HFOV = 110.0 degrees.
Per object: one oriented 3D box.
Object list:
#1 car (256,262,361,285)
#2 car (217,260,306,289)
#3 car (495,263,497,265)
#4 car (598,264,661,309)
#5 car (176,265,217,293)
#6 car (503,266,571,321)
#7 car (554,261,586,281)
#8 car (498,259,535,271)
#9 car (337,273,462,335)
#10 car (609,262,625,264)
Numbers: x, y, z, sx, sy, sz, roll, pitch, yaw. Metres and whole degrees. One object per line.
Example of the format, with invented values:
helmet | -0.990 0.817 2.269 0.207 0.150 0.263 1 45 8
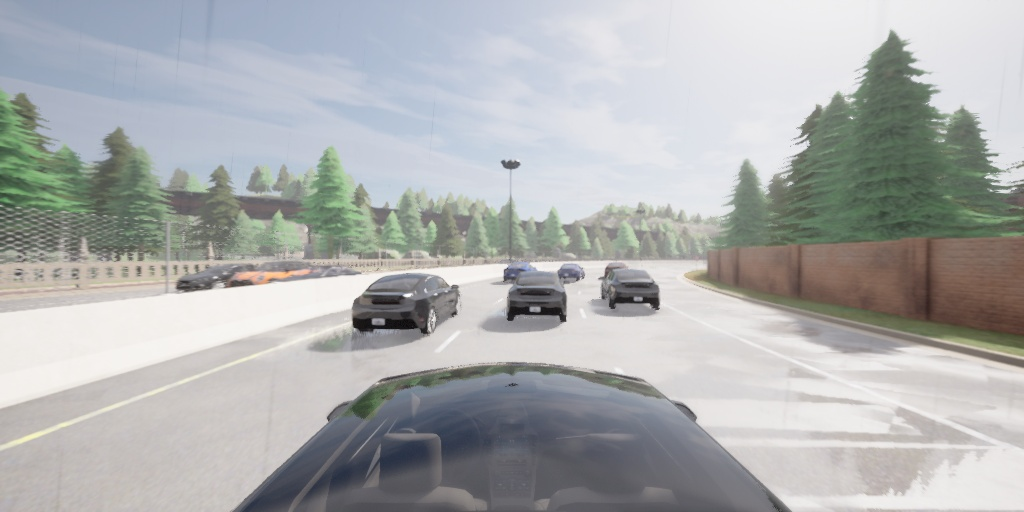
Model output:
car | -9.149 1.202 17.243 2.128 1.511 4.902 0 0 10
car | -12.383 1.048 19.000 2.097 1.767 4.553 0 0 10
car | -0.933 1.262 58.809 1.837 1.490 4.892 0 0 32
car | 4.847 1.280 15.126 1.837 1.490 4.892 0 0 9
car | -15.763 1.185 20.066 1.837 1.490 4.892 0 0 10
car | 0.947 1.262 12.520 1.837 1.490 4.892 0 0 7
car | 4.956 1.305 30.082 1.812 1.442 4.674 0 0 18
car | 0.757 1.237 28.398 1.882 1.535 5.008 0 0 16
car | -2.799 1.244 10.512 1.837 1.490 4.892 0 0 5
car | 9.565 1.279 32.613 1.882 1.535 5.008 0 0 20
